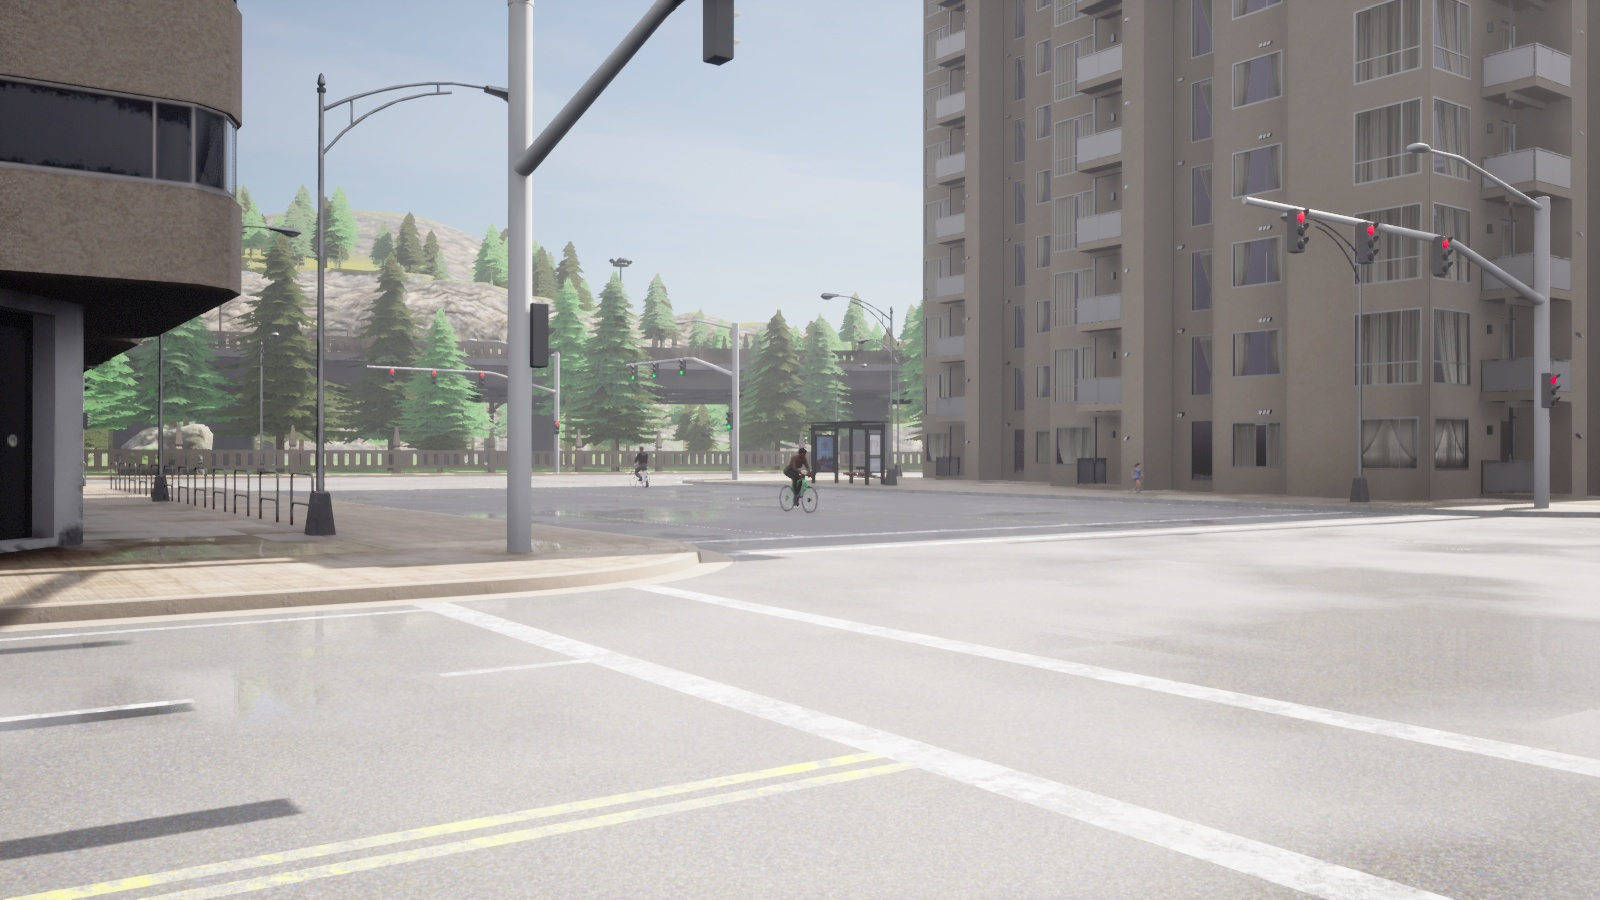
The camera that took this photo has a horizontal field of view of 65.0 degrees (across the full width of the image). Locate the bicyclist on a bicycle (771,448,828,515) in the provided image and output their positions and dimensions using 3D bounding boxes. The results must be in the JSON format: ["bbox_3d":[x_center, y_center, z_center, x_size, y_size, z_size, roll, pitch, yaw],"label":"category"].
[{"bbox_3d":[-0.027,0.775,31.607,0.582,1.620,1.656,0,0,-35],"label":"bicyclist on a bicycle"}]

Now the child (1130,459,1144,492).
[{"bbox_3d":[11.555,0.864,43.011,0.255,1.110,0.394,0,0,-36],"label":"child"}]
